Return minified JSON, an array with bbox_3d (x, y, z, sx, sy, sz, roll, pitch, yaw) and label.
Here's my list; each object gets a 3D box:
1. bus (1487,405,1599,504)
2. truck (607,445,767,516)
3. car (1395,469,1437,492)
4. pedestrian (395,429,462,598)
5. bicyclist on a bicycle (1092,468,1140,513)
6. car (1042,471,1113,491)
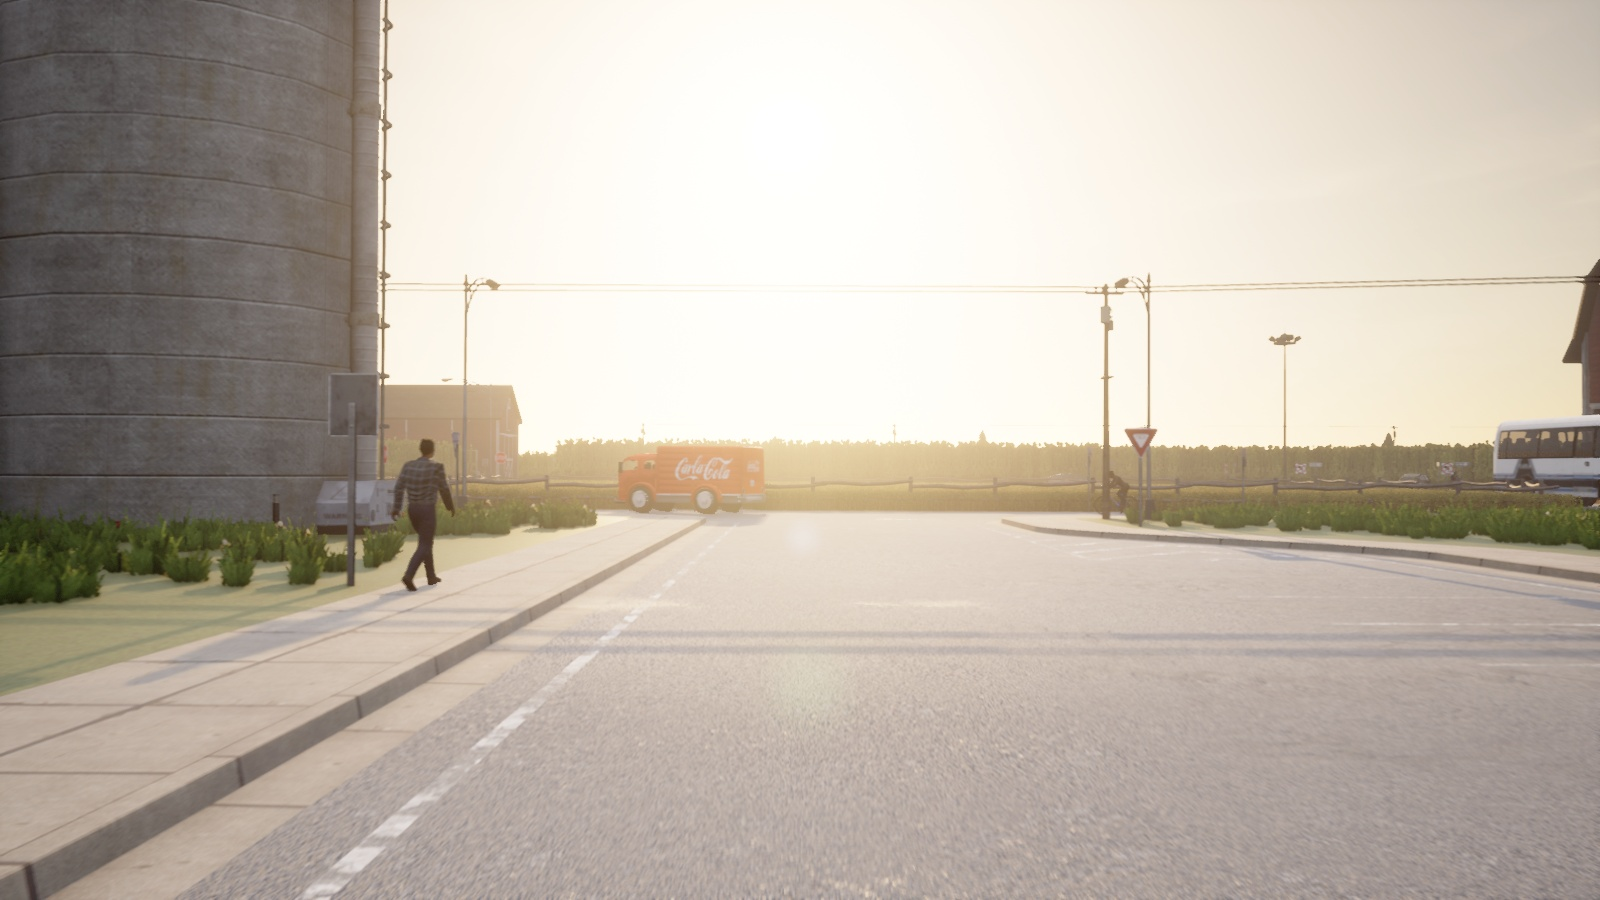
[{"bbox_3d":[36.299,0.253,57.340,3.944,4.253,10.273,0,-1,-2],"label":"bus"},{"bbox_3d":[-4.133,1.115,46.006,5.204,2.467,2.627,-1,-1,20],"label":"truck"},{"bbox_3d":[42.086,2.061,85.808,1.789,1.549,3.705,-1,-1,39],"label":"car"},{"bbox_3d":[-4.412,0.738,14.950,0.423,1.949,0.788,0,-1,13],"label":"pedestrian"},{"bbox_3d":[11.781,1.505,46.850,1.656,1.620,0.582,-1,-1,1],"label":"bicyclist on a bicycle"},{"bbox_3d":[20.442,2.281,92.553,4.792,1.488,2.163,0,-1,3],"label":"car"}]
